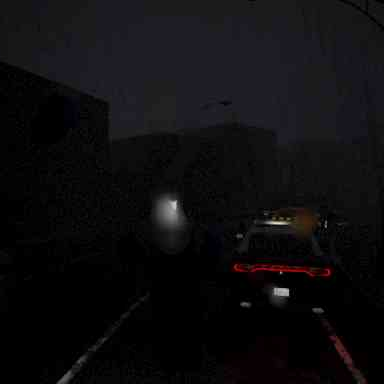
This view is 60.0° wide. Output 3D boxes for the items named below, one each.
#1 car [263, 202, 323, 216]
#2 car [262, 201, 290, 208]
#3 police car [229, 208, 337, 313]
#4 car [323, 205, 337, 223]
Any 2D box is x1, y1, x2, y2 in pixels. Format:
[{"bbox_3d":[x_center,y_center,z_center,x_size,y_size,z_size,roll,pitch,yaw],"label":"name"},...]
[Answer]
[{"bbox_3d":[5.182,1.491,16.610,1.882,1.535,5.008,1,0,26],"label":"car"},{"bbox_3d":[7.178,1.480,27.324,2.128,1.511,4.902,1,0,39],"label":"car"},{"bbox_3d":[2.045,1.427,7.940,1.930,1.638,5.238,0,0,13],"label":"police car"},{"bbox_3d":[8.024,1.534,21.441,1.837,1.490,4.892,1,0,34],"label":"car"}]
